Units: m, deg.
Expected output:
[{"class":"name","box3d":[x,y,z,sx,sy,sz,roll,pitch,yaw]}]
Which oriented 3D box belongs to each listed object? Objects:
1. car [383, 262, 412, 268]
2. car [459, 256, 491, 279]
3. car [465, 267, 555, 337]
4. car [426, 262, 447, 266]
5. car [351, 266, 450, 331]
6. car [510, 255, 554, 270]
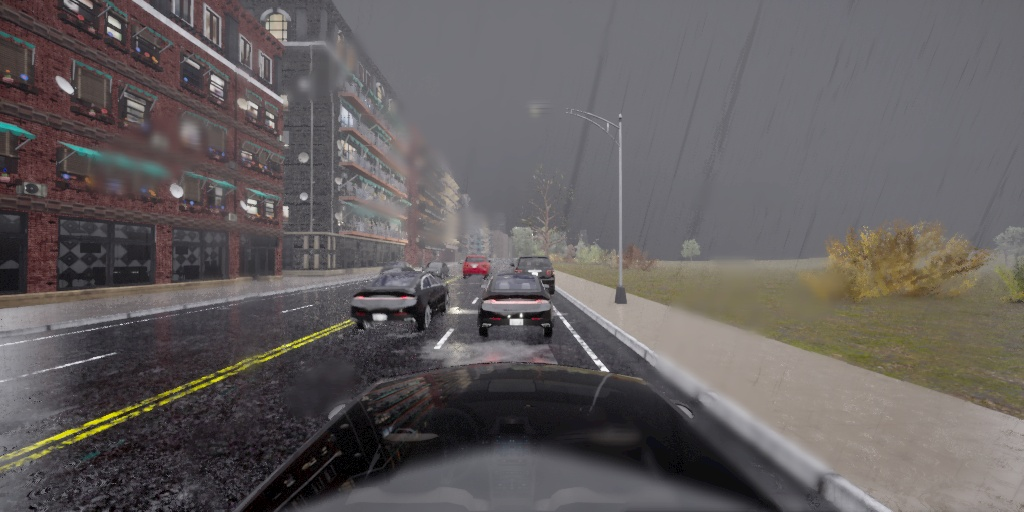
[{"class":"car","box3d":[-9.886,1.243,31.099,2.128,1.511,4.902,0,0,0]},{"class":"car","box3d":[-3.188,0.975,33.023,2.150,2.045,5.566,0,0,0]},{"class":"car","box3d":[0.090,1.243,10.318,2.128,1.511,4.902,0,0,0]},{"class":"car","box3d":[-6.637,1.257,31.243,1.837,1.490,4.892,0,0,0]},{"class":"car","box3d":[-3.161,1.243,10.993,2.128,1.511,4.902,0,0,0]},{"class":"car","box3d":[1.115,0.977,20.189,2.150,2.045,5.566,0,0,0]}]
